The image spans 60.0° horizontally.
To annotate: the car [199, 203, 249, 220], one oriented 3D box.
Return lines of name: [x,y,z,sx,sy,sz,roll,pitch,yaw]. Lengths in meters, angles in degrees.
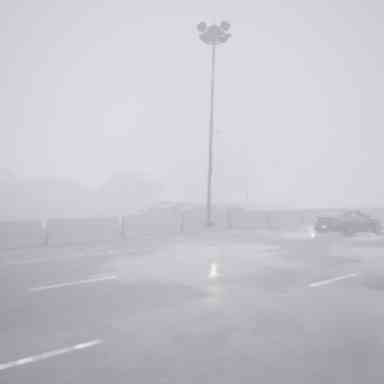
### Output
car: [3.080,1.743,27.568,4.181,1.385,1.994,1,0,-36]

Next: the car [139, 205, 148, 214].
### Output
car: [-3.303,1.644,35.916,4.892,1.490,1.837,1,-1,-35]

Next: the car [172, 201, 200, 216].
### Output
car: [0.759,1.694,30.220,4.181,1.385,1.994,1,0,-35]

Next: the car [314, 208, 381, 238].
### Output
car: [8.697,1.648,18.555,4.674,1.442,1.812,1,0,-36]

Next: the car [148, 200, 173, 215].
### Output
car: [-1.399,1.607,32.977,5.008,1.535,1.882,1,-1,-35]
